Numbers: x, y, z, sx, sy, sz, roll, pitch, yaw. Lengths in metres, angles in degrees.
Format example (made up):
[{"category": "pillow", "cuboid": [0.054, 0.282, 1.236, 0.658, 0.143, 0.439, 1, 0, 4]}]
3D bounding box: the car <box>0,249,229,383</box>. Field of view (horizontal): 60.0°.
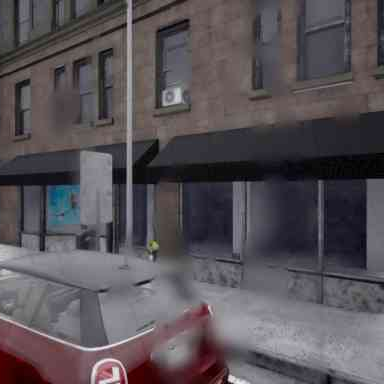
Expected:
[{"category": "car", "cuboid": [-1.699, 1.440, 4.025, 4.097, 1.590, 1.967, 0, 0, 36]}]
